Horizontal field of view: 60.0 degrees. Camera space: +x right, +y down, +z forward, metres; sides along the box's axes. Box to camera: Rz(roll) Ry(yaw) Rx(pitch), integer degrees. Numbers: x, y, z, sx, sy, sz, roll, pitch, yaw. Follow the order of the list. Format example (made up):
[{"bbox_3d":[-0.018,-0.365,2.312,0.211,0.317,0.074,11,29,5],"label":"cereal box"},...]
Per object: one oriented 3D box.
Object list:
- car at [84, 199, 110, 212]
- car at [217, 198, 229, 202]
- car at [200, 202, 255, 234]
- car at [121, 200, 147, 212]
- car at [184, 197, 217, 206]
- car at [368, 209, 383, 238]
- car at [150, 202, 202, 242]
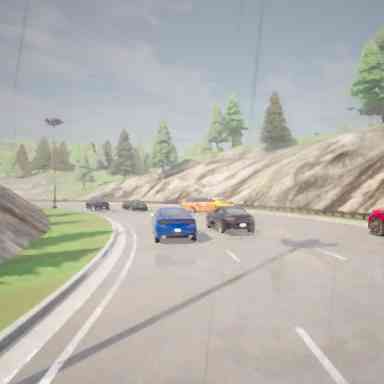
[{"bbox_3d":[-11.715,1.581,40.894,1.837,1.490,4.892,1,-1,-36],"label":"car"},{"bbox_3d":[2.715,1.431,37.973,1.882,1.535,5.008,0,0,-27],"label":"car"},{"bbox_3d":[2.067,1.496,18.907,1.812,1.442,4.674,0,0,-12],"label":"car"},{"bbox_3d":[-6.997,1.600,39.995,1.994,1.385,4.181,0,0,-33],"label":"car"},{"bbox_3d":[0.295,1.328,34.853,2.097,1.767,4.553,-1,0,-25],"label":"car"},{"bbox_3d":[10.009,1.126,14.119,2.150,2.045,5.566,0,0,-7],"label":"car"},{"bbox_3d":[-1.030,1.476,16.529,1.882,1.535,5.008,0,0,-10],"label":"car"}]
